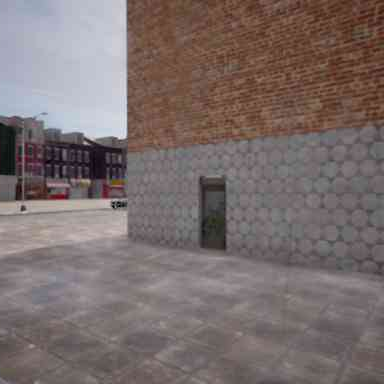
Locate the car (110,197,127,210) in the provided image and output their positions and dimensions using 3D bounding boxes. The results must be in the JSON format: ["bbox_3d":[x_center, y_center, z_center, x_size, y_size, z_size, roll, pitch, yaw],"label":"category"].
[{"bbox_3d":[-5.873,1.046,33.037,1.895,1.301,4.718,-1,0,36],"label":"car"}]
